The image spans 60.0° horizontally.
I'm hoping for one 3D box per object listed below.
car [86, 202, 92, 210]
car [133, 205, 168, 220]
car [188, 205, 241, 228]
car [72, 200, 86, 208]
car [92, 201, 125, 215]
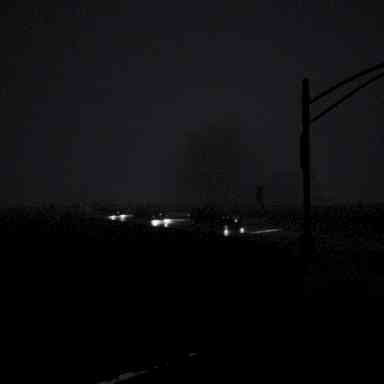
[{"bbox_3d":[-15.412,2.190,55.206,1.837,1.490,4.892,-1,0,-36],"label":"car"},{"bbox_3d":[-4.204,1.981,33.209,1.994,1.385,4.181,-1,0,-37],"label":"car"},{"bbox_3d":[1.623,1.771,25.090,2.128,1.511,4.902,-1,0,-36],"label":"car"},{"bbox_3d":[-21.451,2.322,63.644,2.128,1.511,4.902,-1,0,-36],"label":"car"},{"bbox_3d":[-10.347,2.110,41.811,2.033,1.411,5.357,-1,0,-35],"label":"car"}]
